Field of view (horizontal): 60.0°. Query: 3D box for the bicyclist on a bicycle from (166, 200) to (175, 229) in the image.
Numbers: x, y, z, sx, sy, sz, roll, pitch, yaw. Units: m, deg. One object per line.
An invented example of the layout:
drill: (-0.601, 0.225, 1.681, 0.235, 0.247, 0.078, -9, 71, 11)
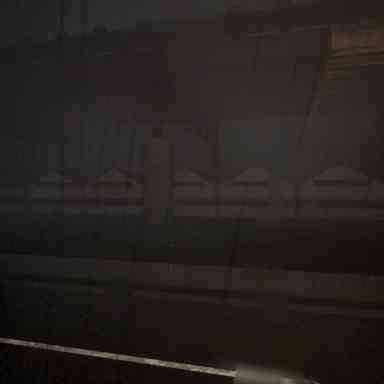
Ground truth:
bicyclist on a bicycle: (-1.258, 1.236, 18.895, 0.582, 1.620, 1.656, 6, 5, -10)
